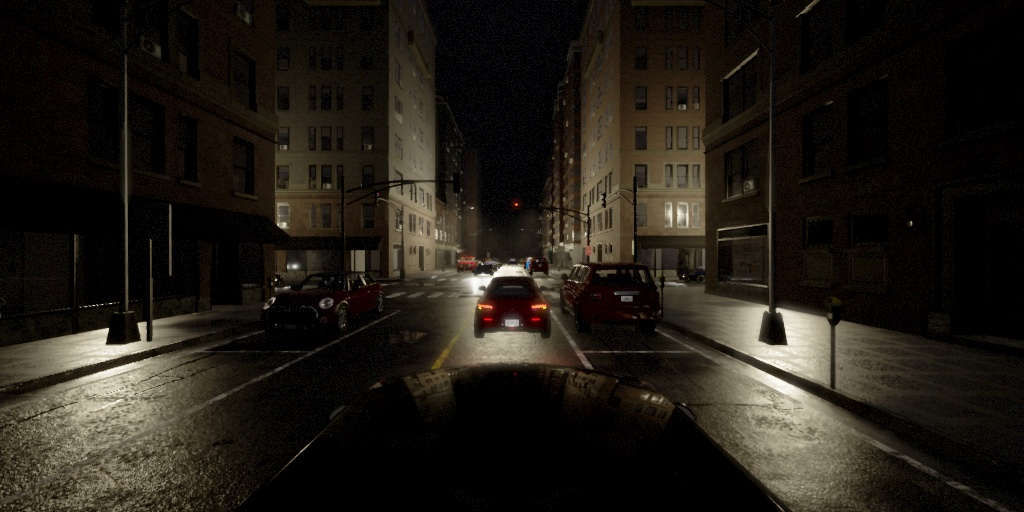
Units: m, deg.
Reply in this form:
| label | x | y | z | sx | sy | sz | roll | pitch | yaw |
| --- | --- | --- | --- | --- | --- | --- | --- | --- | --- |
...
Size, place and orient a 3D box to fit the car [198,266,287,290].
| label | x | y | z | sx | sy | sz | roll | pitch | yaw |
| --- | --- | --- | --- | --- | --- | --- | --- | --- | --- |
| car | -17.073 | 1.362 | 22.907 | 4.181 | 1.385 | 1.994 | 0 | 0 | 0 |

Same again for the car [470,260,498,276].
| label | x | y | z | sx | sy | sz | roll | pitch | yaw |
| --- | --- | --- | --- | --- | --- | --- | --- | --- | --- |
| car | -2.777 | 1.349 | 36.624 | 1.895 | 1.301 | 4.718 | 0 | 0 | 0 |

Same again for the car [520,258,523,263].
| label | x | y | z | sx | sy | sz | roll | pitch | yaw |
| --- | --- | --- | --- | --- | --- | --- | --- | --- | --- |
| car | 2.794 | 1.061 | 54.217 | 2.192 | 1.841 | 5.009 | 0 | 0 | 0 |

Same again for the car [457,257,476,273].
| label | x | y | z | sx | sy | sz | roll | pitch | yaw |
| --- | --- | --- | --- | --- | --- | --- | --- | --- | --- |
| car | -5.335 | 1.062 | 43.225 | 2.192 | 1.841 | 5.009 | 0 | 0 | 0 |

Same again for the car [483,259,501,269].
| label | x | y | z | sx | sy | sz | roll | pitch | yaw |
| --- | --- | --- | --- | --- | --- | --- | --- | --- | --- |
| car | -2.755 | 1.348 | 45.848 | 1.895 | 1.301 | 4.718 | 0 | 0 | 0 |

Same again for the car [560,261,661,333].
| label | x | y | z | sx | sy | sz | roll | pitch | yaw |
| --- | --- | --- | --- | --- | --- | --- | --- | --- | --- |
| car | 2.654 | 1.064 | 10.650 | 2.192 | 1.841 | 5.009 | 0 | 0 | 0 |

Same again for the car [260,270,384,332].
| label | x | y | z | sx | sy | sz | roll | pitch | yaw |
| --- | --- | --- | --- | --- | --- | --- | --- | --- | --- |
| car | -5.371 | 1.189 | 10.666 | 1.967 | 1.591 | 4.097 | 0 | 0 | 0 |

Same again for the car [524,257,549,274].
| label | x | y | z | sx | sy | sz | roll | pitch | yaw |
| --- | --- | --- | --- | --- | --- | --- | --- | --- | --- |
| car | 2.773 | 1.063 | 37.706 | 2.192 | 1.841 | 5.009 | 0 | 0 | 0 |

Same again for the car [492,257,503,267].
| label | x | y | z | sx | sy | sz | roll | pitch | yaw |
| --- | --- | --- | --- | --- | --- | --- | --- | --- | --- |
| car | -2.730 | 1.294 | 55.661 | 2.033 | 1.411 | 5.357 | 0 | 0 | 1 |

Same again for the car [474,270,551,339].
| label | x | y | z | sx | sy | sz | roll | pitch | yaw |
| --- | --- | --- | --- | --- | --- | --- | --- | --- | --- |
| car | 0.023 | 1.276 | 10.006 | 1.812 | 1.442 | 4.674 | 0 | 0 | 1 |

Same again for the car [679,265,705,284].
| label | x | y | z | sx | sy | sz | roll | pitch | yaw |
| --- | --- | --- | --- | --- | --- | --- | --- | --- | --- |
| car | 14.293 | 1.271 | 25.723 | 4.181 | 1.385 | 1.994 | 0 | 0 | 0 |
